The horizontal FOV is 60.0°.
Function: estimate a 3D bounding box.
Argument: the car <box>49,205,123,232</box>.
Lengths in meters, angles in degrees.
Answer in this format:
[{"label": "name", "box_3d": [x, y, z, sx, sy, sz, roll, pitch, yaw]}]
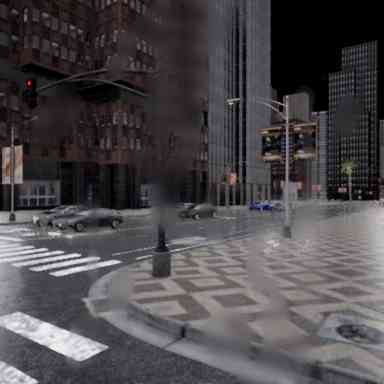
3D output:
[{"label": "car", "box_3d": [-6.610, 1.748, 21.950, 1.812, 1.442, 4.674, 0, -1, 35]}]

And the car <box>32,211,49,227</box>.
[{"label": "car", "box_3d": [-9.050, 1.714, 24.130, 2.128, 1.511, 4.902, 0, -1, 35]}]

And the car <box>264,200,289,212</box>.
[{"label": "car", "box_3d": [13.267, 2.275, 50.166, 2.033, 1.411, 5.357, 0, -1, 35]}]

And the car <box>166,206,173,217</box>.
[{"label": "car", "box_3d": [-1.012, 1.917, 35.604, 2.128, 1.511, 4.902, 0, -1, 35]}]

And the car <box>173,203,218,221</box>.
[{"label": "car", "box_3d": [0.679, 1.885, 32.356, 1.882, 1.535, 5.008, 0, 0, 35]}]

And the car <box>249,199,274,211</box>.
[{"label": "car", "box_3d": [10.674, 2.212, 52.127, 1.882, 1.535, 5.008, 0, -1, 35]}]
